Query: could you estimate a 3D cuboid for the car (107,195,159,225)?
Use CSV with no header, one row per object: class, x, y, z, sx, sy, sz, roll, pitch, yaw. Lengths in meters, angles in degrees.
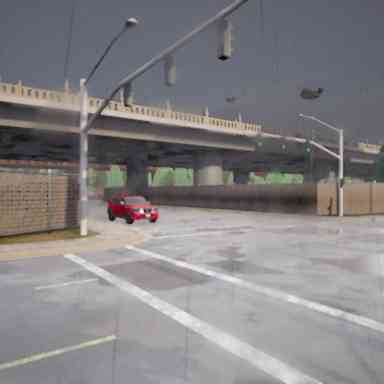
car,-4.686,1.282,25.568,2.150,2.045,5.566,0,0,-36
